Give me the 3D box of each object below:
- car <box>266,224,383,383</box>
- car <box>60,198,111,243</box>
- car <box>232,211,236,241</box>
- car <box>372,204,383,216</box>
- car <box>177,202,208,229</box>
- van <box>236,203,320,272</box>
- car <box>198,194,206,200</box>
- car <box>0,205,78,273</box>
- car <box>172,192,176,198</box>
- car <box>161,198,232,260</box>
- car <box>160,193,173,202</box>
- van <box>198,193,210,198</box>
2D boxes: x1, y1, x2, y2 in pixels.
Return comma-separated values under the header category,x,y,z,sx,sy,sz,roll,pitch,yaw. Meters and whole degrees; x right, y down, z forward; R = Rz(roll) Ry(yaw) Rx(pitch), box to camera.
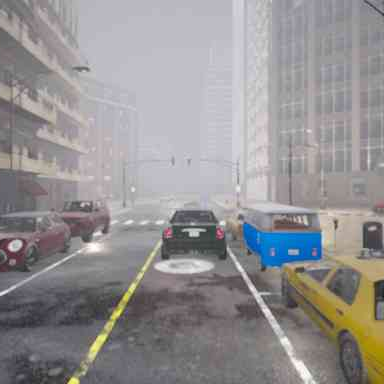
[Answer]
category,x,y,z,sx,sy,sz,roll,pitch,yaw
car,2.574,1.498,4.940,1.752,1.417,4.829,0,0,0
car,-5.295,1.230,15.840,2.192,1.841,5.009,0,0,0
car,2.584,1.441,16.010,1.752,1.417,4.829,0,0,0
car,17.092,1.314,26.606,4.718,1.301,1.895,0,0,41
car,0.019,1.415,21.574,1.812,1.442,4.674,0,0,0
van,2.580,1.285,10.303,1.690,1.788,3.998,0,0,0
car,2.647,1.215,87.044,1.887,1.381,4.507,0,0,0
car,-5.300,1.383,10.305,1.967,1.590,4.097,0,0,0
car,-5.243,1.133,75.947,1.967,1.590,4.097,0,0,0
car,0.075,1.286,12.258,2.097,1.767,4.553,0,0,0
car,-5.253,1.248,64.672,1.752,1.417,4.829,0,0,0
van,2.628,1.065,64.834,1.690,1.788,3.998,0,0,0
